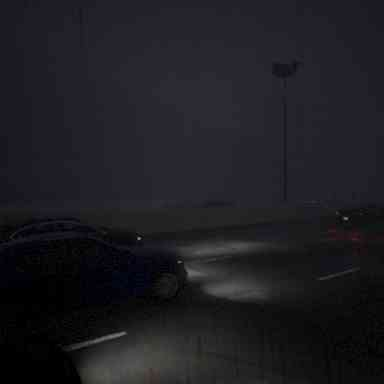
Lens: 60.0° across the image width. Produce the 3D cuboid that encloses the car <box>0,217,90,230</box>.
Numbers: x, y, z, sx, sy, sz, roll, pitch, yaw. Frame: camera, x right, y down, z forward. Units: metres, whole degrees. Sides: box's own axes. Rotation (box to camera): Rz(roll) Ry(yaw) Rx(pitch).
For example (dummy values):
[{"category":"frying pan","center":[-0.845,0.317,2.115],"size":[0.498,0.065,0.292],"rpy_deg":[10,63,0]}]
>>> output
[{"category":"car","center":[-3.755,1.472,9.679],"size":[4.902,1.511,2.128],"rpy_deg":[-1,0,-36]}]

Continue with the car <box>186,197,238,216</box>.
[{"category":"car","center":[1.979,1.337,32.076],"size":[4.902,1.511,2.128],"rpy_deg":[-1,0,-40]}]

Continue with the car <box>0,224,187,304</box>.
[{"category":"car","center":[-2.280,1.512,6.426],"size":[4.674,1.442,1.812],"rpy_deg":[-1,0,-36]}]

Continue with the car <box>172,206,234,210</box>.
[{"category":"car","center":[1.030,1.476,26.739],"size":[4.718,1.301,1.895],"rpy_deg":[-1,0,-39]}]

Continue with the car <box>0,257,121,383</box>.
[{"category":"car","center":[-3.025,1.517,1.588],"size":[4.892,1.490,1.837],"rpy_deg":[0,0,-36]}]

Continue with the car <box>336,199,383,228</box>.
[{"category":"car","center":[10.772,1.366,20.922],"size":[4.674,1.442,1.812],"rpy_deg":[-1,0,-40]}]

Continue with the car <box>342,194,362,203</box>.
[{"category":"car","center":[28.631,1.060,59.450],"size":[2.128,1.511,4.902],"rpy_deg":[0,0,39]}]
